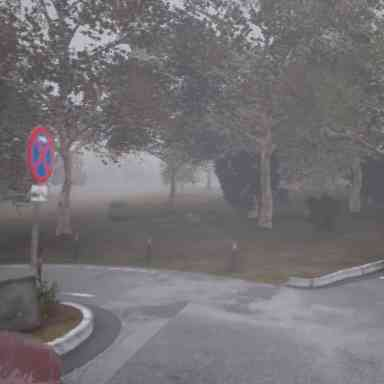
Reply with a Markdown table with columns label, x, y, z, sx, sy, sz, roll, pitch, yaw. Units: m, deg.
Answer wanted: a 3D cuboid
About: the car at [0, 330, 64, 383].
| label | x | y | z | sx | sy | sz | roll | pitch | yaw |
| --- | --- | --- | --- | --- | --- | --- | --- | --- | --- |
| car | -3.162 | 1.516 | 1.800 | 4.674 | 1.452 | 2.002 | 0 | 0 | -33 |
